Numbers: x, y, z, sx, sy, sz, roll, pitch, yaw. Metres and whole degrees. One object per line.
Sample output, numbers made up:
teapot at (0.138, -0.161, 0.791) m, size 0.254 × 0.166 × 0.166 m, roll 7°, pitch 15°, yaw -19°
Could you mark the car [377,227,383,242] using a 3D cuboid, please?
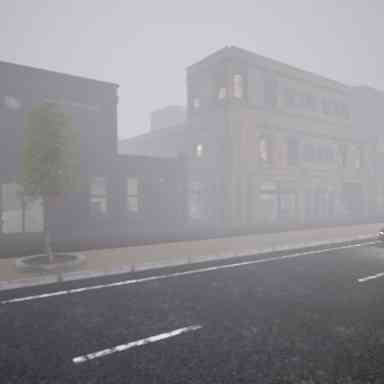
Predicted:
car at (10.681, 1.691, 15.298) m, size 5.357 × 1.411 × 2.033 m, roll 1°, pitch 0°, yaw -35°
